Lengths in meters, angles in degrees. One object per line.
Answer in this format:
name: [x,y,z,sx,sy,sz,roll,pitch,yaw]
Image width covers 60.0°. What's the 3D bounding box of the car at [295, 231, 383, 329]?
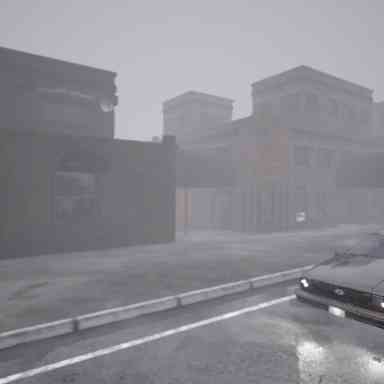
car: [4.492,1.528,6.888,5.357,1.411,2.033,0,0,-35]
